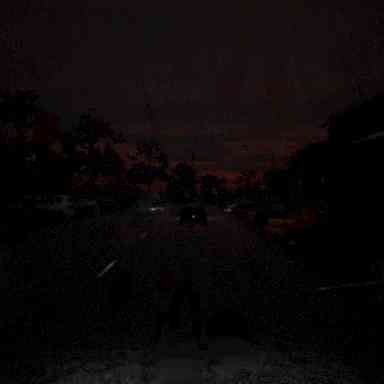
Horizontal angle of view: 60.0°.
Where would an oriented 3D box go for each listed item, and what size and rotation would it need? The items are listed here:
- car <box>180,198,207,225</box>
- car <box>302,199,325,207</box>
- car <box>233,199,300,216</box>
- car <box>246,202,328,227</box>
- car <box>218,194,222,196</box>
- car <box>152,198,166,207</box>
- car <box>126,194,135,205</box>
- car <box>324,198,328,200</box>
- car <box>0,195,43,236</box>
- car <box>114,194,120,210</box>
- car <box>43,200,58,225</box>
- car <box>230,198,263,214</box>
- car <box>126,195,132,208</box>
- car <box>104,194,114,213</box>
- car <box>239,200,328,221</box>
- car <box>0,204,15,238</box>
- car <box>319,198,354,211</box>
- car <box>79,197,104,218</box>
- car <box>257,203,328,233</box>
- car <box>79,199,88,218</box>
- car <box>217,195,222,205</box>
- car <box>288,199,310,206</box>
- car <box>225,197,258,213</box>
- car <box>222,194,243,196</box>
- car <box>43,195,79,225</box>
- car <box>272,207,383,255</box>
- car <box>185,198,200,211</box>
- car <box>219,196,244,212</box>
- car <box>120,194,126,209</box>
[{"bbox_3d":[0.100,1.493,24.560,1.882,1.535,5.008,0,0,0],"label":"car"},{"bbox_3d":[28.094,2.561,76.900,2.231,1.521,4.892,2,-1,-21],"label":"car"},{"bbox_3d":[5.998,1.502,25.067,5.008,1.535,2.097,1,0,-20],"label":"car"},{"bbox_3d":[6.001,1.499,19.137,5.008,1.535,2.097,1,0,-20],"label":"car"},{"bbox_3d":[6.029,1.263,45.788,5.566,2.045,2.435,1,0,-20],"label":"car"},{"bbox_3d":[-4.999,1.630,50.735,1.895,1.301,4.718,0,0,0],"label":"car"},{"bbox_3d":[-10.970,1.263,47.195,5.566,2.045,2.435,-1,0,-20],"label":"car"},{"bbox_3d":[22.466,2.331,58.531,1.946,1.575,5.366,2,1,-21],"label":"car"},{"bbox_3d":[-10.916,1.245,16.997,5.566,2.045,2.435,-1,0,-20],"label":"car"},{"bbox_3d":[-10.978,1.384,38.139,4.553,1.767,2.185,-1,0,-20],"label":"car"},{"bbox_3d":[-10.931,1.500,20.004,4.892,1.521,2.231,-1,0,-20],"label":"car"},{"bbox_3d":[6.025,1.534,28.033,4.792,1.488,2.163,1,0,-20],"label":"car"},{"bbox_3d":[-10.952,1.514,44.191,4.892,1.521,2.231,-1,0,-20],"label":"car"},{"bbox_3d":[-10.972,1.382,35.111,4.553,1.767,2.185,-1,0,-20],"label":"car"},{"bbox_3d":[6.171,1.500,22.171,5.366,1.575,1.946,1,0,-20],"label":"car"},{"bbox_3d":[-10.771,1.490,14.035,5.366,1.575,1.946,-1,0,-20],"label":"car"},{"bbox_3d":[25.445,2.186,58.707,2.435,2.045,5.566,2,1,-21],"label":"car"},{"bbox_3d":[-10.923,1.252,29.093,5.566,2.045,2.435,-1,0,-20],"label":"car"},{"bbox_3d":[6.170,1.497,16.254,5.366,1.575,1.946,1,0,-20],"label":"car"},{"bbox_3d":[-10.916,1.531,26.069,4.792,1.488,2.163,-1,0,-20],"label":"car"},{"bbox_3d":[6.008,1.512,39.854,4.892,1.521,2.231,1,0,-20],"label":"car"},{"bbox_3d":[24.702,2.457,76.869,2.231,1.521,4.892,2,-1,-21],"label":"car"},{"bbox_3d":[6.004,1.507,30.983,4.892,1.521,2.231,1,0,-20],"label":"car"},{"bbox_3d":[6.034,1.384,36.903,4.553,1.767,2.185,1,0,-20],"label":"car"},{"bbox_3d":[-10.978,1.249,23.026,5.566,2.045,2.435,-1,0,-20],"label":"car"},{"bbox_3d":[5.977,1.525,13.207,4.792,1.488,2.163,1,0,-20],"label":"car"},{"bbox_3d":[0.103,1.529,42.487,1.837,1.490,4.892,0,0,0],"label":"car"},{"bbox_3d":[5.832,1.502,33.866,5.366,1.575,1.946,1,0,-20],"label":"car"},{"bbox_3d":[-10.917,1.385,41.177,4.553,1.767,2.185,-1,0,-20],"label":"car"}]
